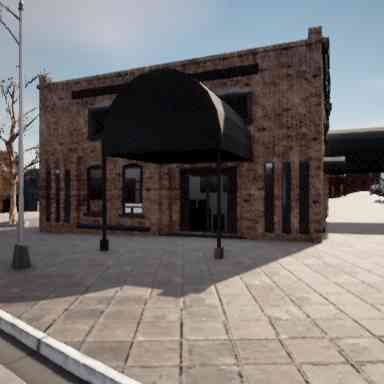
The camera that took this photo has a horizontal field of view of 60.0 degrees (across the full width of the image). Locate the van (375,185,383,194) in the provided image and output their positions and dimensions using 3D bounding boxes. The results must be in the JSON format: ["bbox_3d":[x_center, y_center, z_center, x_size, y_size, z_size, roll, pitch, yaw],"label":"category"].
[{"bbox_3d":[38.154,-0.307,66.159,1.878,1.987,4.442,0,1,24],"label":"van"}]

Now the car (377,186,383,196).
[{"bbox_3d":[36.082,0.104,61.117,2.163,1.488,4.792,0,2,22],"label":"car"}]

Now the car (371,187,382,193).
[{"bbox_3d":[45.135,-0.407,81.387,2.002,1.452,4.674,0,1,27],"label":"car"}]

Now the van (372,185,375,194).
[{"bbox_3d":[40.351,-0.451,71.241,1.878,1.987,4.442,0,1,25],"label":"van"}]
